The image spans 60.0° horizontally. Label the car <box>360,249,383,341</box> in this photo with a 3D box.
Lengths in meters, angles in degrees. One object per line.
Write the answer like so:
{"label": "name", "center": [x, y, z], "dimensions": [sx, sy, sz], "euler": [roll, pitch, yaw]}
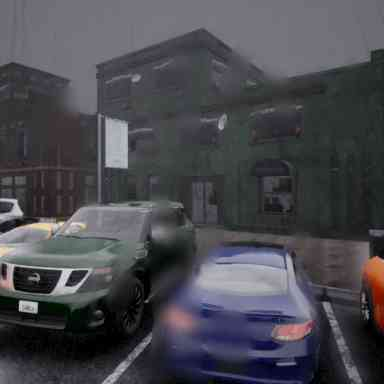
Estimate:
{"label": "car", "center": [3.439, 1.360, 3.695], "dimensions": [2.185, 1.767, 4.553], "euler": [1, -1, 15]}

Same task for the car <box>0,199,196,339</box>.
{"label": "car", "center": [-1.457, 1.236, 7.118], "dimensions": [2.435, 2.045, 5.566], "euler": [1, -1, 15]}

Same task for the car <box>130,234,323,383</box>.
{"label": "car", "center": [0.975, 1.526, 5.399], "dimensions": [2.002, 1.452, 4.674], "euler": [0, -1, 15]}
